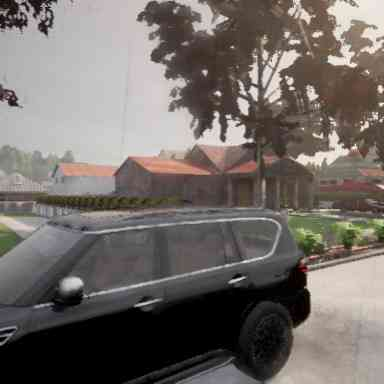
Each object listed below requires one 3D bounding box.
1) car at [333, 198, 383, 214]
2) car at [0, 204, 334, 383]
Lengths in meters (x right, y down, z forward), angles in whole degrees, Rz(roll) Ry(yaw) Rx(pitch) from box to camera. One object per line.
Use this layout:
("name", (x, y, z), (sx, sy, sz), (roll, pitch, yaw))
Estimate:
("car", (16.066, 1.301, 31.469), (2.033, 1.415, 5.357), (0, 0, -35))
("car", (-0.917, 1.220, 3.952), (5.566, 2.045, 2.150), (0, 0, -36))
